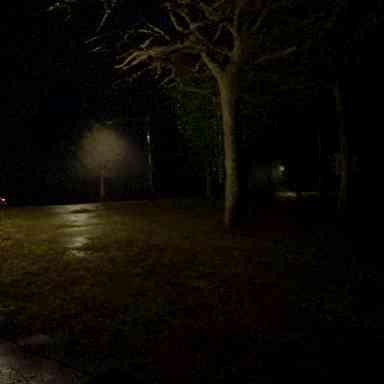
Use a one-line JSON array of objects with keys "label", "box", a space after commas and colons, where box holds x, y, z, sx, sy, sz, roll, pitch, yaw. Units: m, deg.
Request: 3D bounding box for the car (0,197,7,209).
[{"label": "car", "box": [-18.712, 0.730, 28.902, 2.097, 1.767, 4.553, -4, -1, 34]}]

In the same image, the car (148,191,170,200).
[{"label": "car", "box": [-5.901, 0.672, 60.000, 1.837, 1.490, 4.892, -4, 1, 34]}]
